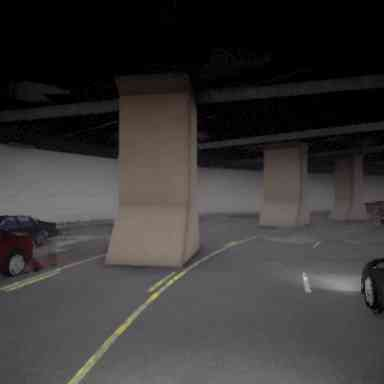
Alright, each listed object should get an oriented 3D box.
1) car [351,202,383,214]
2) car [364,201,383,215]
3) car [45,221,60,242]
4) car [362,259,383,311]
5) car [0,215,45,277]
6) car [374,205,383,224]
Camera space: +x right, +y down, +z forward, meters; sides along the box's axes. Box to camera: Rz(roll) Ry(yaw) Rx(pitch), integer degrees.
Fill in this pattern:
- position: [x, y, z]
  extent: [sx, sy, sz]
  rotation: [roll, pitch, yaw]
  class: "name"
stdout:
- position: [23.320, 2.068, 43.639]
  extent: [4.674, 1.442, 1.812]
  rotation: [0, -1, -21]
  class: "car"
- position: [22.565, 1.847, 39.546]
  extent: [4.553, 1.767, 2.097]
  rotation: [0, -1, -22]
  class: "car"
- position: [-8.060, 1.690, 14.121]
  extent: [2.033, 1.411, 5.357]
  rotation: [0, -1, 19]
  class: "car"
- position: [4.198, 1.572, 5.009]
  extent: [1.837, 1.490, 4.892]
  rotation: [0, -1, 8]
  class: "car"
- position: [-6.050, 1.555, 7.961]
  extent: [1.882, 1.535, 5.008]
  rotation: [0, -1, 13]
  class: "car"
- position: [15.609, 1.852, 23.948]
  extent: [5.357, 1.411, 2.033]
  rotation: [1, -1, -36]
  class: "car"
